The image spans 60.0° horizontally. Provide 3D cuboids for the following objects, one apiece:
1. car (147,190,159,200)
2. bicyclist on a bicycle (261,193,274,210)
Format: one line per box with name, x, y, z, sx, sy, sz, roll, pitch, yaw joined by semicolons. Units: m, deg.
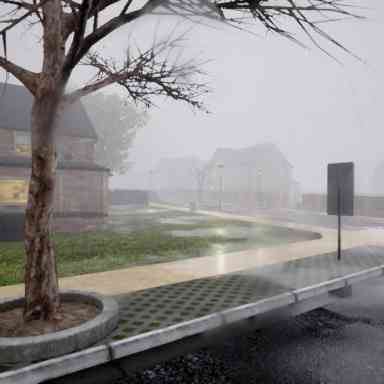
car;-6.673;0.503;51.842;1.837;1.490;4.892;1;1;-28
bicyclist on a bicycle;7.245;0.883;31.915;1.656;1.620;0.582;1;1;-28
